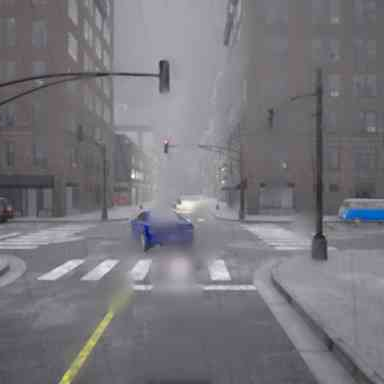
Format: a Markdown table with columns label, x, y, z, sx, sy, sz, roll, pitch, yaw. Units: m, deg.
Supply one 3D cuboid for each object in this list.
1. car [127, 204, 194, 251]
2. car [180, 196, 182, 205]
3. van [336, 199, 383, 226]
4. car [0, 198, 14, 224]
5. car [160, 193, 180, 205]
| label | x | y | z | sx | sy | sz | roll | pitch | yaw |
| --- | --- | --- | --- | --- | --- | --- | --- | --- | --- |
| car | -1.481 | 1.493 | 14.315 | 1.882 | 1.535 | 5.008 | 1 | 0 | -20 |
| car | -3.040 | 1.299 | 60.442 | 2.150 | 2.045 | 5.566 | 0 | 0 | 1 |
| van | 12.055 | 1.378 | 22.629 | 3.998 | 1.788 | 1.690 | 0 | 0 | 0 |
| car | -14.892 | 1.330 | 22.808 | 5.009 | 1.841 | 2.192 | 0 | 0 | 0 |
| car | -3.087 | 1.412 | 44.171 | 2.097 | 1.767 | 4.553 | 0 | 0 | 0 |
